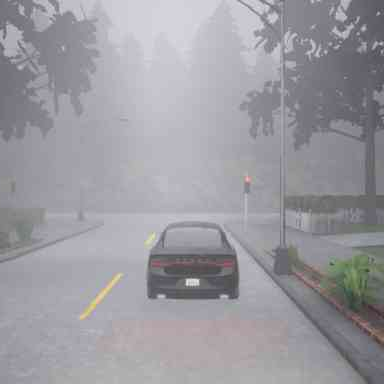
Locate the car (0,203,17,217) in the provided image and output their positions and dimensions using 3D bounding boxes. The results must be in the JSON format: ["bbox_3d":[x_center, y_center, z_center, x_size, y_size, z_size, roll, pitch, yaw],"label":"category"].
[{"bbox_3d":[-18.292,1.504,30.043,4.892,1.490,1.837,0,0,0],"label":"car"}]

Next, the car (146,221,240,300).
[{"bbox_3d":[0.040,1.478,8.481,1.882,1.535,5.008,0,0,1],"label":"car"}]
